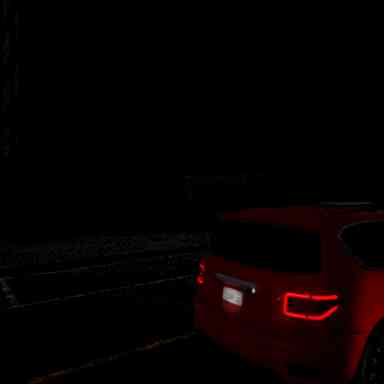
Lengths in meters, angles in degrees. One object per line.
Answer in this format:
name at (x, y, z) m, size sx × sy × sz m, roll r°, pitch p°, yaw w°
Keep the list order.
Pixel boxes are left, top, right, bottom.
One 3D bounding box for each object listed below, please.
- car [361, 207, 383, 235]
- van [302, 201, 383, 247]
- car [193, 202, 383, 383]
car at (11.553, 1.568, 18.639) m, size 4.313 × 1.339 × 1.947 m, roll 0°, pitch 0°, yaw -35°
van at (7.074, 1.342, 15.444) m, size 3.998 × 1.788 × 1.690 m, roll 0°, pitch 0°, yaw -36°
car at (2.606, 1.221, 5.162) m, size 5.566 × 2.045 × 2.150 m, roll 0°, pitch 0°, yaw -36°
